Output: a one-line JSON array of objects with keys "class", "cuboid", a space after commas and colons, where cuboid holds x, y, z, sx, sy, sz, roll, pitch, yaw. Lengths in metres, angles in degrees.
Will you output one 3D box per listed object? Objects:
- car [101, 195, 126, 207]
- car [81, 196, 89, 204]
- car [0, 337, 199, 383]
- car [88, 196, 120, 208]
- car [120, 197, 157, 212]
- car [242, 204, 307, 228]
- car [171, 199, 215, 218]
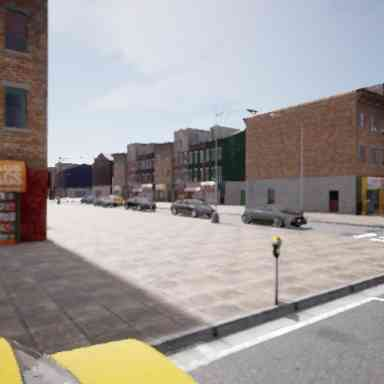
[{"class": "car", "cuboid": [-11.719, 1.287, 49.505, 1.882, 1.535, 5.008, 0, 0, -36]}, {"class": "car", "cuboid": [-17.733, 1.366, 57.852, 2.033, 1.411, 5.357, 0, 0, -36]}, {"class": "car", "cuboid": [-2.001, 1.525, 1.378, 4.829, 1.417, 1.752, 0, 0, -36]}, {"class": "car", "cuboid": [-11.623, 1.336, 44.412, 2.033, 1.411, 5.357, 0, 0, -35]}, {"class": "car", "cuboid": [-5.632, 1.277, 36.038, 1.882, 1.535, 5.008, 0, 0, -36]}, {"class": "car", "cuboid": [5.137, 1.476, 21.092, 1.994, 1.385, 4.181, 0, 0, -36]}, {"class": "car", "cuboid": [0.018, 1.354, 28.191, 1.837, 1.490, 4.892, 0, 0, -36]}]
